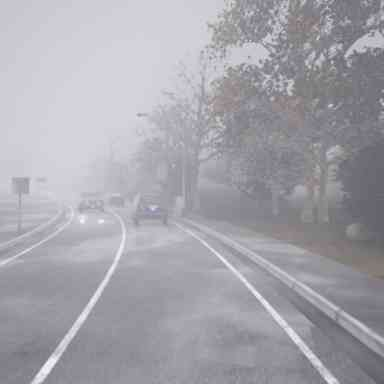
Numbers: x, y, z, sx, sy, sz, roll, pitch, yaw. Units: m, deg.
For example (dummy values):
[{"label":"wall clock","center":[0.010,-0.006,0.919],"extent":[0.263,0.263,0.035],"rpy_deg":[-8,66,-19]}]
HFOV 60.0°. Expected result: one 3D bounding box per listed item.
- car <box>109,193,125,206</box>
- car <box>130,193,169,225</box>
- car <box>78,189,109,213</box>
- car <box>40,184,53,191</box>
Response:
[{"label":"car","center":[-9.621,0.840,40.720],"extent":[1.882,1.535,5.008],"rpy_deg":[1,2,-26]},{"label":"car","center":[-3.028,1.089,22.938],"extent":[2.150,2.045,5.566],"rpy_deg":[1,1,-14]},{"label":"car","center":[-9.510,0.817,31.261],"extent":[2.150,2.045,5.566],"rpy_deg":[1,1,-21]},{"label":"car","center":[-29.689,-0.896,67.609],"extent":[1.994,1.385,4.181],"rpy_deg":[2,2,-32]}]
